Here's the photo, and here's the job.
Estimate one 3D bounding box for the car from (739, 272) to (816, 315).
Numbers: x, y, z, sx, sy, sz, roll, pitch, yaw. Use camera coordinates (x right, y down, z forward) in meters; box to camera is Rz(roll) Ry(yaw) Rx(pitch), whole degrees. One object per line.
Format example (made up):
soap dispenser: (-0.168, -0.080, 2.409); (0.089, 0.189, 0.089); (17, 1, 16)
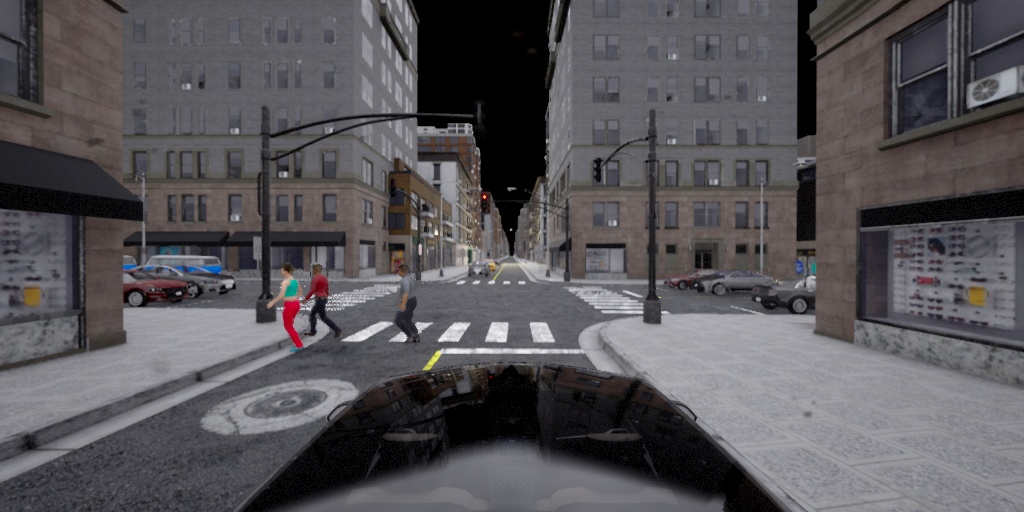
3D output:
car: (11.613, 1.451, 13.710); (4.403, 1.370, 2.007); (0, 0, 0)

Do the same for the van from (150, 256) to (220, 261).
van: (-20.611, 0.874, 22.456); (3.998, 1.789, 1.690); (0, 0, 0)

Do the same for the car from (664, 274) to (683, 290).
car: (11.643, 1.432, 22.236); (4.207, 1.307, 1.802); (0, 0, 0)

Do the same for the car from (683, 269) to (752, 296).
car: (12.096, 1.433, 19.661); (4.181, 1.385, 1.994); (0, 0, 0)

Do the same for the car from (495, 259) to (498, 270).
car: (-3.117, 1.171, 45.485); (1.882, 1.535, 5.008); (0, 0, 0)

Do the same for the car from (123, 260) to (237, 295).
car: (-15.569, 1.109, 16.641); (4.902, 1.511, 2.128); (1, 0, 0)

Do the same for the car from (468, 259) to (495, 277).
car: (-3.110, 1.203, 34.702); (2.128, 1.511, 4.902); (0, 0, 0)

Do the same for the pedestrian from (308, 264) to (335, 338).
pedestrian: (-4.619, 1.040, 8.635); (0.375, 1.860, 0.375); (0, 0, 0)

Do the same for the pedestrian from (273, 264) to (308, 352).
pedestrian: (-4.585, 1.041, 7.434); (0.375, 1.860, 0.375); (0, 0, 0)

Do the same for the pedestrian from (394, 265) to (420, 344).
pedestrian: (-2.364, 1.040, 8.035); (0.375, 1.860, 0.375); (0, 0, 0)

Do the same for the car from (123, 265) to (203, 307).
car: (-15.150, 1.183, 13.887); (4.507, 1.381, 1.888); (0, 0, 0)

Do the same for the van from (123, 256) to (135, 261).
van: (-26.102, 0.822, 22.492); (3.998, 1.789, 1.690); (0, 0, 0)
